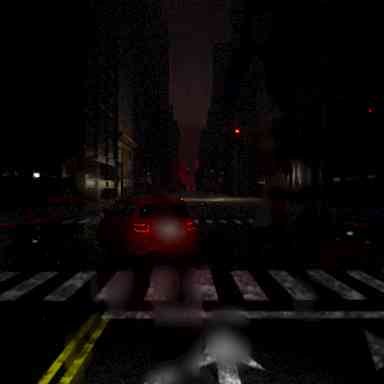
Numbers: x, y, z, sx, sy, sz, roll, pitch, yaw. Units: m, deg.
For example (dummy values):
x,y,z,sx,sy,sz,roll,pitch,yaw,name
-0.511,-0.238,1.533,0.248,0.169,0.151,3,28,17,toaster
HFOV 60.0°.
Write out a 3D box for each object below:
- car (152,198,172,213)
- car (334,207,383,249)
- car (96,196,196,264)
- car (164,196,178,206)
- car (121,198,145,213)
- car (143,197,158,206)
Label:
x,y,z,sx,sy,sz,roll,pitch,yaw,name
-3.365,1.465,37.907,1.837,1.490,4.892,0,0,0,car
8.011,1.365,14.019,5.008,1.535,1.882,-1,0,-35,car
-1.857,1.204,12.128,2.150,2.045,5.566,1,0,-27,car
-3.348,1.414,53.677,1.882,1.535,5.008,0,0,0,car
-6.615,1.465,37.904,1.837,1.490,4.892,0,0,0,car
-6.600,1.538,53.439,1.895,1.301,4.718,0,0,0,car
